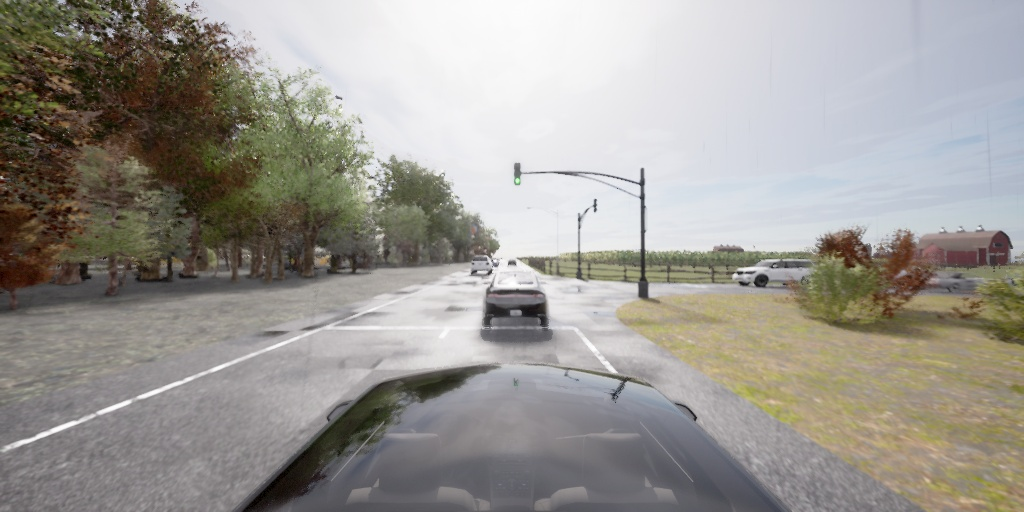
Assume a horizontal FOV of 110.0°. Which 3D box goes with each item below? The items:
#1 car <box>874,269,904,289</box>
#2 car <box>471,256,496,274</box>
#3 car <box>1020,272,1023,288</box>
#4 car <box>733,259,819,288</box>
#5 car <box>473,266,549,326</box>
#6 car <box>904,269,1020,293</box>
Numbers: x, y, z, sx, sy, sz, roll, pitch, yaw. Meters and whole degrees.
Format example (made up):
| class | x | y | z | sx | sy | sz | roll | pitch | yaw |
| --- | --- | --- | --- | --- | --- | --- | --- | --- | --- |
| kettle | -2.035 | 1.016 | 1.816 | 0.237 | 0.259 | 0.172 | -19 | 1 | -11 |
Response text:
| class | x | y | z | sx | sy | sz | roll | pitch | yaw |
| --- | --- | --- | --- | --- | --- | --- | --- | --- | --- |
| car | 29.348 | 1.675 | 26.706 | 4.674 | 1.442 | 1.812 | 1 | -1 | 0 |
| car | -3.391 | 1.014 | 41.048 | 2.150 | 2.045 | 5.566 | 0 | 0 | 0 |
| car | 39.587 | 1.613 | 26.650 | 4.553 | 1.767 | 2.097 | 1 | -1 | 0 |
| car | 19.664 | 1.266 | 26.758 | 5.566 | 2.045 | 2.150 | 1 | -1 | 0 |
| car | 0.102 | 1.254 | 11.666 | 2.128 | 1.511 | 4.902 | 0 | 0 | 0 |
| car | 28.717 | 1.676 | 23.014 | 4.718 | 1.301 | 1.895 | 1 | -1 | 0 |
